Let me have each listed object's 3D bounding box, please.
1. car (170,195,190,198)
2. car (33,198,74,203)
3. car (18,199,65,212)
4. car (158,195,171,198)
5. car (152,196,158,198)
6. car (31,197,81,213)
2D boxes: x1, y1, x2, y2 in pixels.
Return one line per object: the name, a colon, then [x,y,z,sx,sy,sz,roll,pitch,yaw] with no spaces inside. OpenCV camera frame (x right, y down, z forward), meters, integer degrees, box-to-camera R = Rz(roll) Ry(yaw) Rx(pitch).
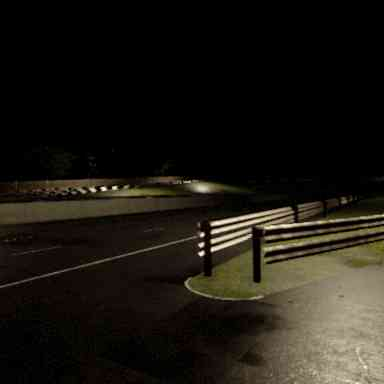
car: [-1.004,1.337,52.383,1.994,1.385,4.181,0,0,31]
car: [-13.534,1.389,30.672,2.128,1.511,4.902,0,0,30]
car: [-17.202,1.488,38.332,1.895,1.301,4.718,0,0,30]
car: [-3.103,1.253,55.716,1.882,1.535,5.008,0,0,30]
car: [-5.856,1.328,57.940,2.033,1.411,5.357,0,0,30]
car: [-14.581,1.387,35.874,1.837,1.490,4.892,0,0,30]
